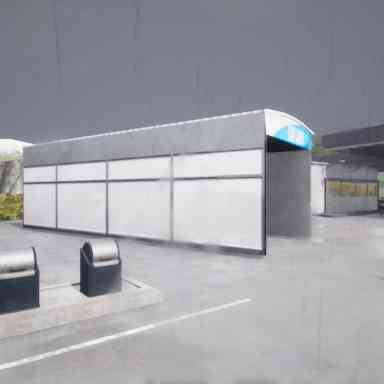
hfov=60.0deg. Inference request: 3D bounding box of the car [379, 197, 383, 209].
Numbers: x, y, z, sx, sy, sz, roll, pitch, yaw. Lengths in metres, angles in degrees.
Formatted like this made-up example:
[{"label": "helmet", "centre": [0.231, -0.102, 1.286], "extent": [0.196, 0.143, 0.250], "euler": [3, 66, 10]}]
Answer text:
[{"label": "car", "centre": [25.113, 1.480, 43.923], "extent": [4.611, 1.667, 2.242], "euler": [0, 0, -37]}]
